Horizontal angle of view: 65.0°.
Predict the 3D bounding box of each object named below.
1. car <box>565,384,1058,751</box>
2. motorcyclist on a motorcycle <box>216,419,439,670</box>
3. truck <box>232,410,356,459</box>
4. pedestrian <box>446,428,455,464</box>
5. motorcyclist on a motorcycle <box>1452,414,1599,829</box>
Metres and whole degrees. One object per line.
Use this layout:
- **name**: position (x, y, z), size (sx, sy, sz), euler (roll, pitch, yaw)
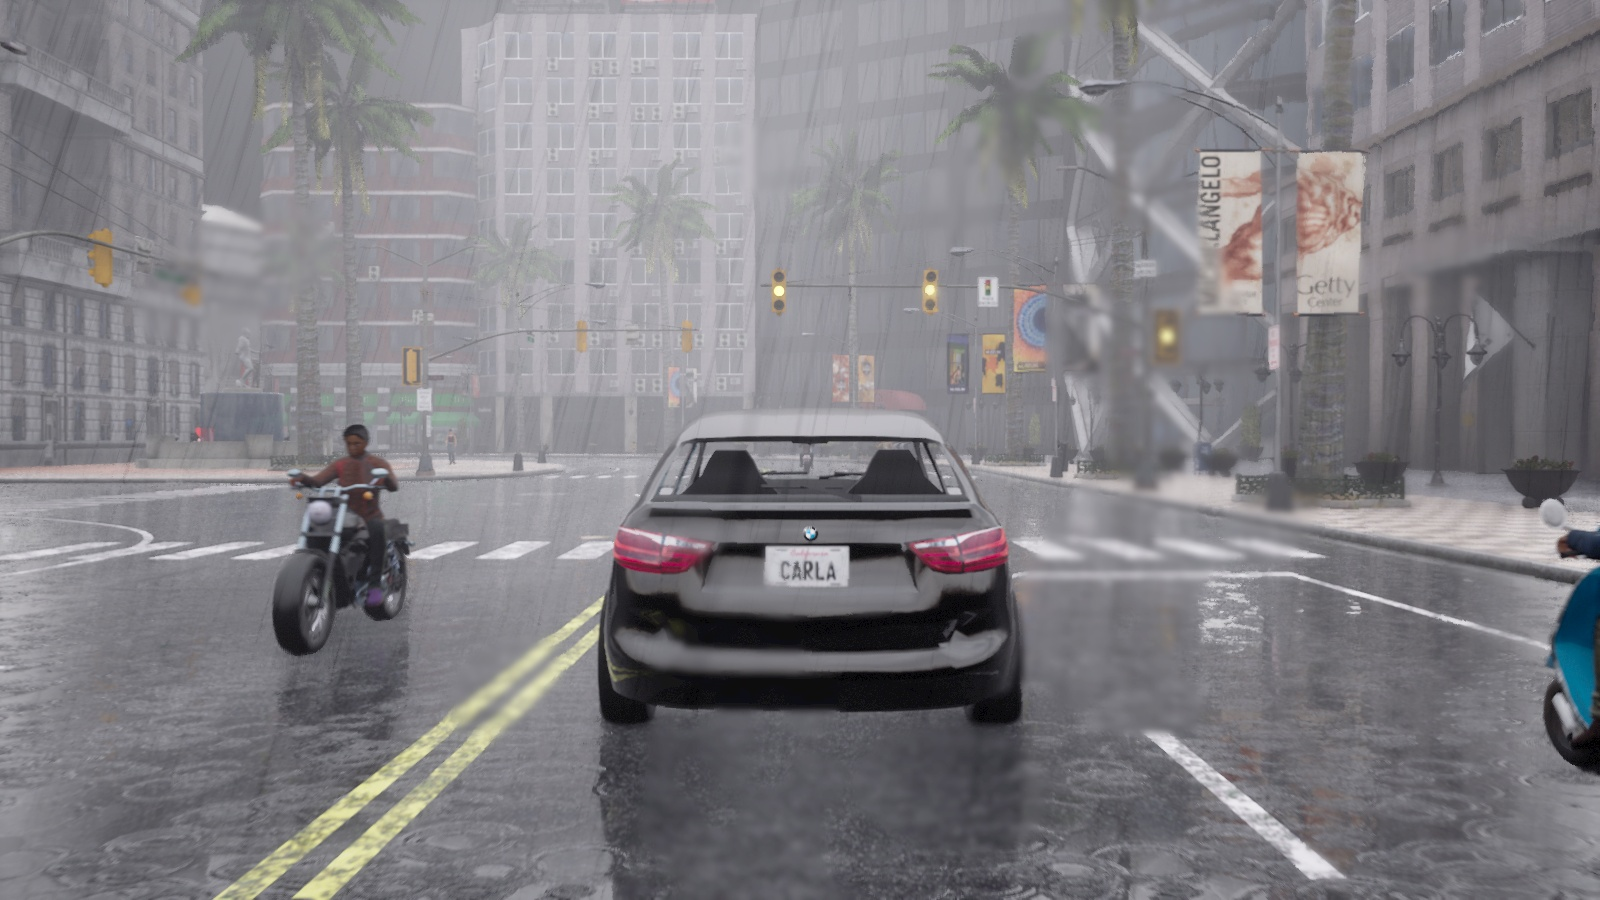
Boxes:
- **car**: position (0.063, 0.514, 8.024), size (2.242, 1.667, 4.611), euler (0, 1, 0)
- **motorcyclist on a motorcycle**: position (-3.434, 0.604, 9.403), size (0.766, 1.649, 2.350), euler (0, 1, 0)
- **truck**: position (-36.751, -1.129, 91.326), size (7.936, 3.462, 2.891), euler (0, 0, 6)
- **pedestrian**: position (-17.834, -0.218, 64.132), size (0.345, 1.836, 0.594), euler (0, 1, -8)
- **motorcyclist on a motorcycle**: position (3.504, 0.654, 5.024), size (0.866, 1.590, 1.817), euler (0, 1, 1)
